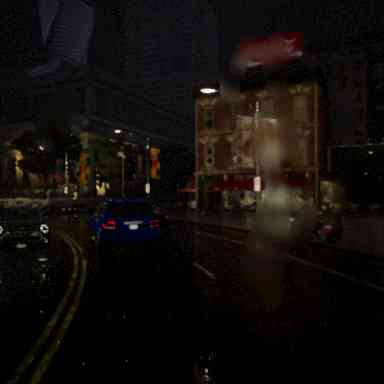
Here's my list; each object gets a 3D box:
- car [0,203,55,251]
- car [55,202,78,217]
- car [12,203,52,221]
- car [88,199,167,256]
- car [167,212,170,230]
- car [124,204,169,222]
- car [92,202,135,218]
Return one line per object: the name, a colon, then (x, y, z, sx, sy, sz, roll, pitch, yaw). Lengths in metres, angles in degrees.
car: (-7.399, 1.460, 14.513, 2.097, 1.767, 4.553, 0, 0, -27)
car: (-14.037, 1.788, 34.728, 5.357, 1.411, 2.033, 0, 0, 41)
car: (-14.715, 1.786, 30.546, 4.181, 1.385, 1.994, -1, 0, 44)
car: (-2.999, 1.306, 13.891, 2.150, 2.045, 5.566, 0, 0, -22)
car: (-3.027, 1.687, 21.368, 1.994, 1.385, 4.181, 0, 0, -29)
car: (-4.051, 1.761, 28.888, 1.895, 1.301, 4.718, 0, 0, -34)
car: (-7.877, 1.725, 33.156, 2.002, 1.452, 4.674, 0, 0, -44)
